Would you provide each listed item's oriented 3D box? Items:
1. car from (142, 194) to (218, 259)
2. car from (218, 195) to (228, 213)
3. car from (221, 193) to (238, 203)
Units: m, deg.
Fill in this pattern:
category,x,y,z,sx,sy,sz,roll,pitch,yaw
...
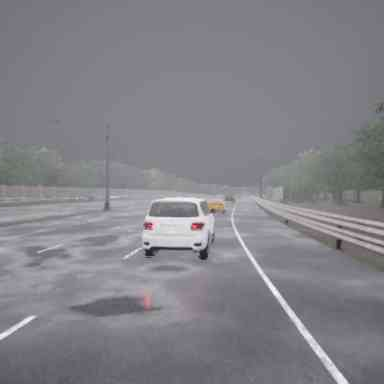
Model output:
category,x,y,z,sx,sy,sz,roll,pitch,yaw
car,-0.318,1.214,12.852,2.150,2.045,5.566,0,0,7
car,2.676,1.463,36.406,1.882,1.535,5.008,0,0,8
car,7.955,1.244,70.661,2.150,2.045,5.566,0,0,9
